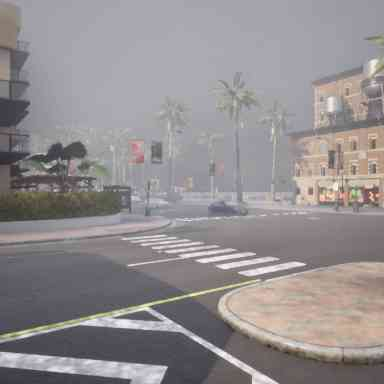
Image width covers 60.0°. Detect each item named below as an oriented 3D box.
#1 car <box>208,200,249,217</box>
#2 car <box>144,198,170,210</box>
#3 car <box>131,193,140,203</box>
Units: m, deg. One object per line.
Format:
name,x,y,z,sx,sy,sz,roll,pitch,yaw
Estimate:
car,3.422,1.525,32.193,1.812,1.442,4.674,0,0,-34
car,-4.681,1.525,43.857,1.812,1.442,4.674,0,0,-35
car,-12.658,1.221,67.386,2.150,2.045,5.566,0,0,-38
